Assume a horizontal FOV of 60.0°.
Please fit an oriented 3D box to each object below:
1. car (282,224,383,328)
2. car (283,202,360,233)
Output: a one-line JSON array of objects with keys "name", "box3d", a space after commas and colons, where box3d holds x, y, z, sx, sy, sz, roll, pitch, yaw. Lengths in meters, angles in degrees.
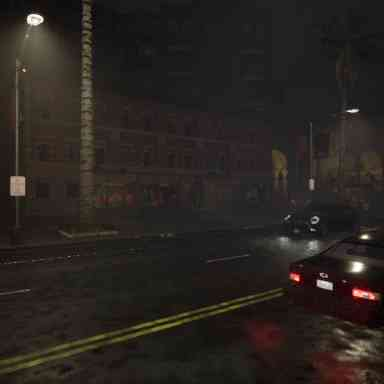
[{"name": "car", "box3d": [4.182, 1.547, 6.844, 5.357, 1.411, 2.033, 0, 0, -36]}, {"name": "car", "box3d": [6.955, 1.352, 17.739, 4.553, 1.767, 2.097, 0, 0, -36]}]
